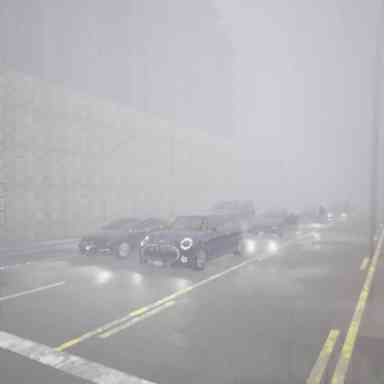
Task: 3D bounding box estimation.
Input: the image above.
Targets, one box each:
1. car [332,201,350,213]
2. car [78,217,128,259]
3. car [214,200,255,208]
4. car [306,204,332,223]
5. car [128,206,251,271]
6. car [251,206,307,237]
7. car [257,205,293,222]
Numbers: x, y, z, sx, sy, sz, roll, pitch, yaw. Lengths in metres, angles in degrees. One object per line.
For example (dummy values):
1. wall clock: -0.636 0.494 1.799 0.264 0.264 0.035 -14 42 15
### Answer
1. car: 18.660 1.855 41.960 1.882 1.535 5.008 -2 -1 31
2. car: -2.541 1.805 14.207 1.837 1.490 4.892 -2 -1 31
3. car: 2.598 1.562 22.614 2.150 2.045 5.566 -2 -1 32
4. car: 10.488 1.815 28.774 1.812 1.442 4.674 -2 -1 32
5. car: 0.144 1.560 11.898 2.097 1.767 4.553 -2 -1 31
6. car: 5.090 1.794 19.977 2.033 1.411 5.357 -2 -1 32
7. car: 7.823 1.982 31.125 1.895 1.301 4.718 -2 -1 32
